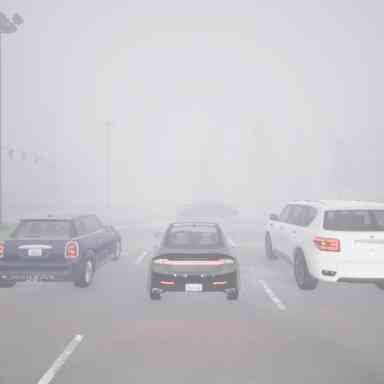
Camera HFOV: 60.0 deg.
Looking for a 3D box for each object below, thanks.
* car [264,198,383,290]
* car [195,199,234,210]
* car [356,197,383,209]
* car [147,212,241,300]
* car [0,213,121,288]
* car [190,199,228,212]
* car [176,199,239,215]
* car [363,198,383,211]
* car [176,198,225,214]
[{"bbox_3d":[3.557,1.221,9.218,2.150,2.045,5.566,0,0,0],"label":"car"},{"bbox_3d":[2.849,1.601,42.813,4.718,1.301,1.895,0,0,-8],"label":"car"},{"bbox_3d":[24.919,1.491,44.390,4.902,1.511,2.128,0,0,0],"label":"car"},{"bbox_3d":[0.054,1.492,8.362,2.128,1.511,4.902,0,0,1],"label":"car"},{"bbox_3d":[-3.439,1.352,9.443,2.097,1.767,4.553,0,0,0],"label":"car"},{"bbox_3d":[1.976,1.564,39.123,4.181,1.385,1.994,0,0,-8],"label":"car"},{"bbox_3d":[1.294,1.548,28.442,5.357,1.411,2.033,0,0,-10],"label":"car"},{"bbox_3d":[24.004,1.505,40.887,4.892,1.490,1.837,0,0,0],"label":"car"},{"bbox_3d":[0.867,1.477,35.413,5.008,1.535,1.882,0,0,-9],"label":"car"}]
